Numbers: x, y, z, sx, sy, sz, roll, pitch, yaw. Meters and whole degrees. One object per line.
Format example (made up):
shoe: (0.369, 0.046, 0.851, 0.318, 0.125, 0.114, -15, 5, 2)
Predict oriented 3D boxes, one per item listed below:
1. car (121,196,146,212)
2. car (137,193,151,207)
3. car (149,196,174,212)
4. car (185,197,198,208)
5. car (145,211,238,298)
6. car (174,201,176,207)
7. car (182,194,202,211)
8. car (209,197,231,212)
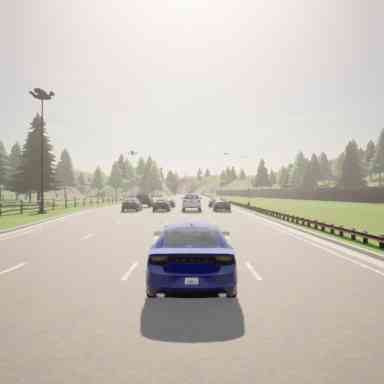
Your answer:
car: (-7.042, 1.505, 39.157, 1.837, 1.490, 4.892, 0, 0, 0)
car: (-7.053, 1.221, 49.607, 2.150, 2.045, 5.566, 0, 0, 0)
car: (-3.542, 1.505, 39.161, 1.837, 1.490, 4.892, 0, 0, 0)
car: (-0.053, 1.478, 49.584, 1.882, 1.535, 5.008, 0, 0, 0)
car: (-0.009, 1.478, 8.556, 1.882, 1.535, 5.008, 0, 0, 0)
car: (-3.553, 1.564, 49.580, 1.994, 1.385, 4.181, 0, 0, 0)
car: (-0.042, 1.221, 39.195, 2.150, 2.045, 5.566, 0, 0, 0)
car: (3.458, 1.491, 39.168, 2.128, 1.511, 4.902, 0, 0, 0)
